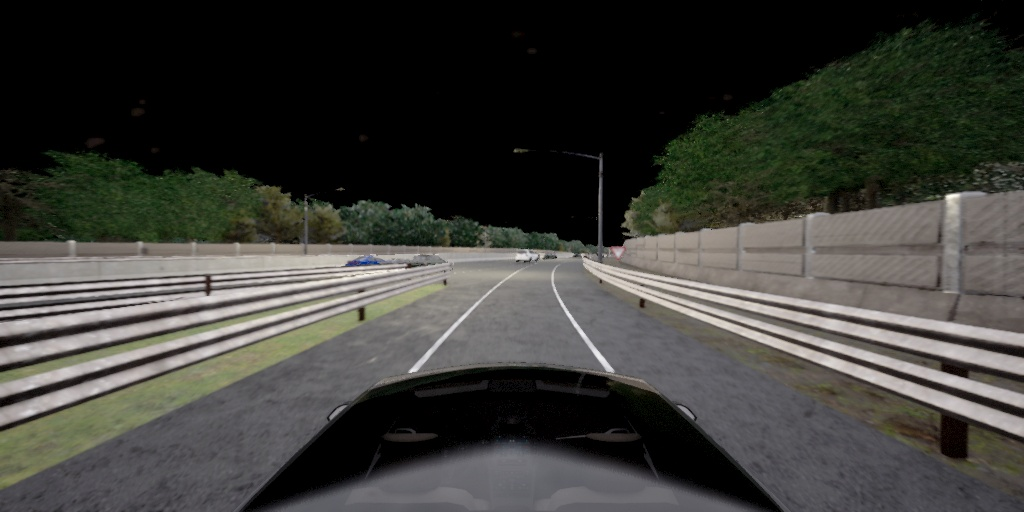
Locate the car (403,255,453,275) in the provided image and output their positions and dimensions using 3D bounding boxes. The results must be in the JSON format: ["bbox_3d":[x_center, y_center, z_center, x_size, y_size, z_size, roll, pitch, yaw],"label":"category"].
[{"bbox_3d":[-7.235,0.673,32.234,2.097,1.767,4.553,1,1,22],"label":"car"}]

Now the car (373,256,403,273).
[{"bbox_3d":[-10.464,0.846,33.604,1.994,1.385,4.181,0,1,22],"label":"car"}]

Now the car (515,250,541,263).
[{"bbox_3d":[2.373,0.019,55.604,2.150,2.045,5.566,1,1,22],"label":"car"}]

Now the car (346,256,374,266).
[{"bbox_3d":[-13.696,0.733,34.943,1.882,1.535,5.008,0,1,22],"label":"car"}]
